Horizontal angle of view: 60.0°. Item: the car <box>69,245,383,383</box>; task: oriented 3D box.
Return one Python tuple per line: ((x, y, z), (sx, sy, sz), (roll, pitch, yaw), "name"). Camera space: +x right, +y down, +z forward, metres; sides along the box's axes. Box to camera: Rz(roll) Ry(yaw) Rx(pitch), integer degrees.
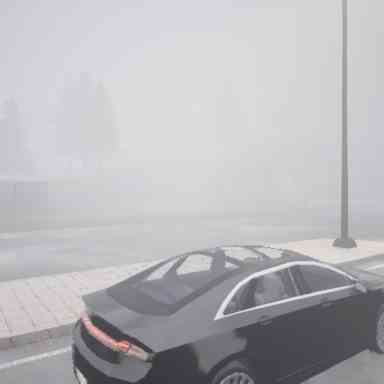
((0.969, 1.490, 4.441), (4.902, 1.511, 2.128), (0, 0, -35), "car")
